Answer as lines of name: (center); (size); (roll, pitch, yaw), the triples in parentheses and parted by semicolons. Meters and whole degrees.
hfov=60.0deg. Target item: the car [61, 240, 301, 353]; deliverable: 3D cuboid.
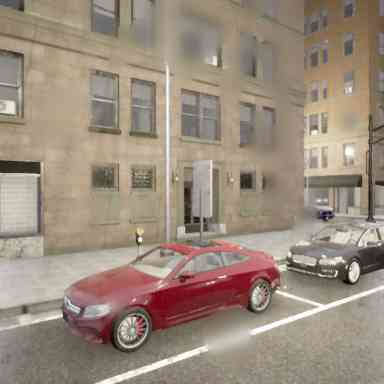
car: (-0.145, 1.581, 6.076); (4.206, 1.307, 1.802); (0, 0, -35)

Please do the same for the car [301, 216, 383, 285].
car: (4.486, 1.549, 9.367); (4.403, 1.369, 2.008); (0, 0, -35)

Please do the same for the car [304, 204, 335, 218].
car: (8.261, 1.513, 25.181); (1.895, 1.301, 4.718); (0, 0, -35)
